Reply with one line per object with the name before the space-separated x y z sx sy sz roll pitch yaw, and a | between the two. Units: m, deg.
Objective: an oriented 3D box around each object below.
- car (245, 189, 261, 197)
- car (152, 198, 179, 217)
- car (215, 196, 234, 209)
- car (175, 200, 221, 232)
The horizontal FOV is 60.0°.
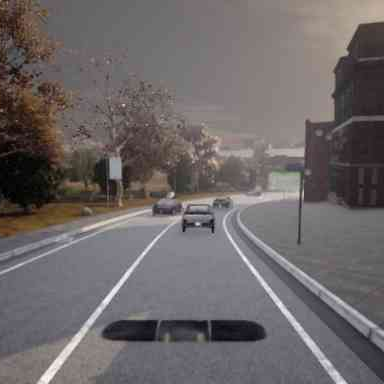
car | 12.496 0.196 67.870 2.128 1.511 4.902 4 4 33
car | -2.153 1.306 29.844 1.882 1.535 5.008 1 1 9
car | 3.821 1.208 40.030 1.837 1.490 4.892 1 1 15
car | 0.457 1.454 19.886 2.128 1.511 4.902 0 0 3
